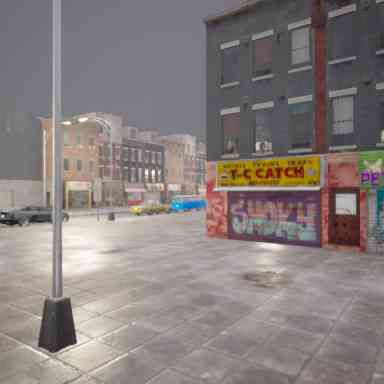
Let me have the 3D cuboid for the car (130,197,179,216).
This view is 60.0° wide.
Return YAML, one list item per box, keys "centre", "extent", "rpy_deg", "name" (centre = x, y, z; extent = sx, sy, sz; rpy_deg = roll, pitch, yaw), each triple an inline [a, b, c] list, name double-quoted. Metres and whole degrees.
- centre: [-3.654, 1.448, 31.428]
  extent: [1.752, 1.417, 4.829]
  rpy_deg: [0, 0, 35]
  name: "car"

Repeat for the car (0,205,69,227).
- centre: [-10.331, 1.522, 22.077]
  extent: [1.947, 1.339, 4.313]
  rpy_deg: [0, 0, 35]
  name: "car"

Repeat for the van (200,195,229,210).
- centre: [2.824, 1.233, 40.503]
  extent: [1.690, 1.788, 3.998]
  rpy_deg: [0, 0, 35]
  name: "van"

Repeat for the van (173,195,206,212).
- centre: [-0.465, 1.249, 35.896]
  extent: [1.690, 1.788, 3.998]
  rpy_deg: [0, 0, 35]
  name: "van"
